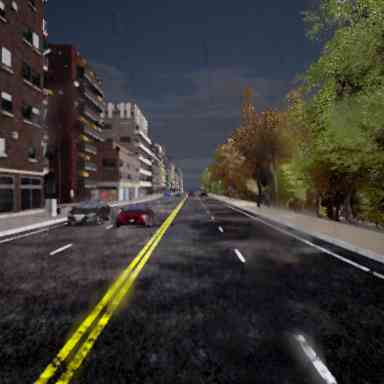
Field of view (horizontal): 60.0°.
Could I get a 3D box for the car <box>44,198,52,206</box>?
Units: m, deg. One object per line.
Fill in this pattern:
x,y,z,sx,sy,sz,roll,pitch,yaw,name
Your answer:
-22.873,1.401,48.854,4.507,1.381,1.887,-1,1,0,car

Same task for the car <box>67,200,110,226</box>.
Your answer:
-6.597,1.301,21.836,2.128,1.511,4.902,0,0,0,car

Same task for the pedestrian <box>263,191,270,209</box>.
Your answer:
7.888,0.838,34.906,0.375,1.860,0.375,0,0,0,pedestrian

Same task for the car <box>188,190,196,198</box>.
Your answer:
-0.042,0.706,88.782,1.882,1.535,5.008,0,0,0,car

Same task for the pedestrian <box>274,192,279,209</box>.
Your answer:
8.617,0.847,33.706,0.375,1.860,0.375,0,0,0,pedestrian

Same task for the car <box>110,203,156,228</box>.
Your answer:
-3.351,1.385,20.406,1.994,1.385,4.181,0,0,0,car

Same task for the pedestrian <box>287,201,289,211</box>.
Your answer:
9.941,1.401,34.312,0.500,1.100,0.500,0,0,0,pedestrian

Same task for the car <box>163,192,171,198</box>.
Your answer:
-6.542,0.732,87.597,1.882,1.535,5.008,0,0,0,car

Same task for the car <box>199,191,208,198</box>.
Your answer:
3.207,0.734,89.200,1.837,1.490,4.892,0,0,0,car

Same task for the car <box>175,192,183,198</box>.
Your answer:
-3.293,0.807,87.600,1.994,1.385,4.181,0,0,0,car
